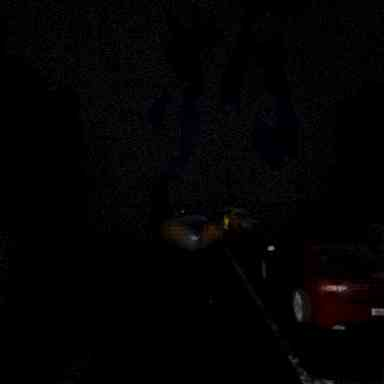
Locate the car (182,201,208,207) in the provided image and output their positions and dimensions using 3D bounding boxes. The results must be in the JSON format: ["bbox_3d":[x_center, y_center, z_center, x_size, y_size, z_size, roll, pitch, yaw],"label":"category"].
[{"bbox_3d":[0.058,1.648,28.268,1.994,1.385,4.181,0,0,0],"label":"car"}]

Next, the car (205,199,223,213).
[{"bbox_3d":[2.606,1.654,40.359,1.752,1.417,4.829,0,0,0],"label":"car"}]

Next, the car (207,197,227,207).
[{"bbox_3d":[2.610,1.423,34.644,2.192,1.841,5.009,0,0,0],"label":"car"}]

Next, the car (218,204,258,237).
[{"bbox_3d":[2.623,1.571,18.177,1.752,1.417,4.829,0,0,0],"label":"car"}]

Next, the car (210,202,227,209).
[{"bbox_3d":[2.619,1.617,23.551,2.008,1.369,4.403,0,0,0],"label":"car"}]

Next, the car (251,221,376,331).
[{"bbox_3d":[2.633,1.560,6.916,1.887,1.381,4.507,0,0,0],"label":"car"}]

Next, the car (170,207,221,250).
[{"bbox_3d":[0.075,1.561,14.440,1.812,1.442,4.674,0,-1,0],"label":"car"}]

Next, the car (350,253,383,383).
[{"bbox_3d":[2.638,1.444,1.371,1.967,1.590,4.097,0,0,0],"label":"car"}]
